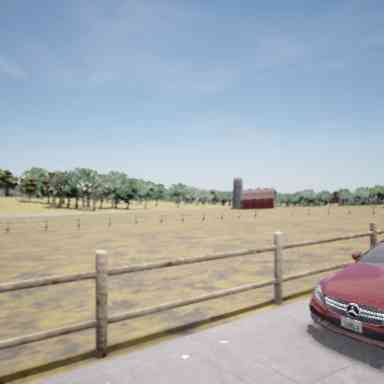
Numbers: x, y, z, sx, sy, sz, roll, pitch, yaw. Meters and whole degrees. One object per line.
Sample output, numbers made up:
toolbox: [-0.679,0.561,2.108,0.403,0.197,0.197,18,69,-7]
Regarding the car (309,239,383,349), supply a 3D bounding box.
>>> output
car: [4.039,1.518,5.819,4.674,1.442,1.812,0,0,-35]
